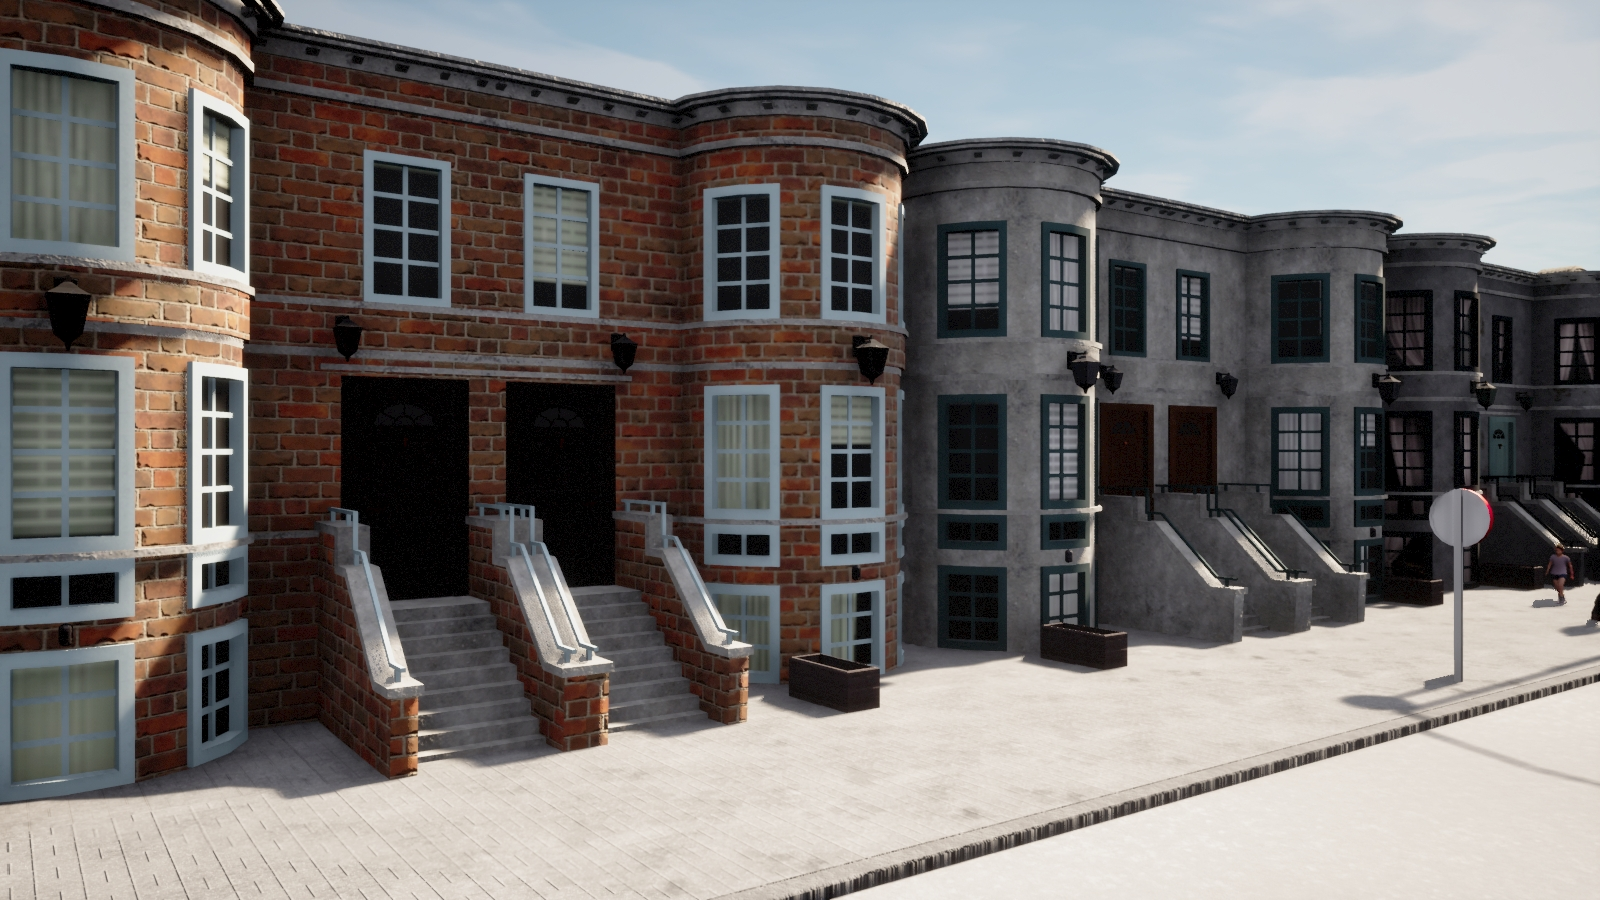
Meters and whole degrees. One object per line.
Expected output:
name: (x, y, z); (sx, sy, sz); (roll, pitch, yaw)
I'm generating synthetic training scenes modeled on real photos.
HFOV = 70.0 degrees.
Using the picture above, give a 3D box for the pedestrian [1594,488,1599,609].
pedestrian: (12.583, 1.524, 17.637); (0.375, 1.860, 0.375); (0, 0, -8)

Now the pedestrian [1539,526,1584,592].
pedestrian: (13.373, 1.904, 20.063); (0.500, 1.100, 0.500); (0, 0, -35)
